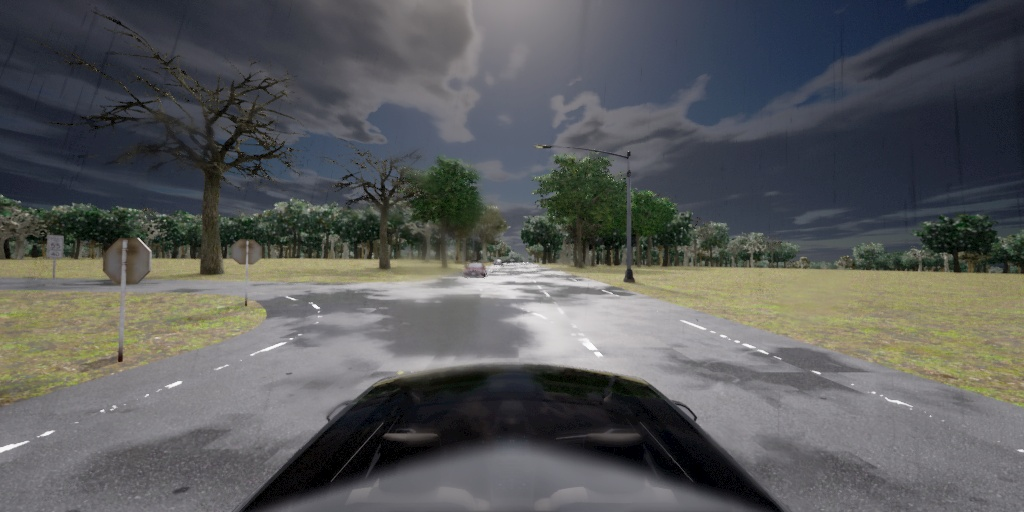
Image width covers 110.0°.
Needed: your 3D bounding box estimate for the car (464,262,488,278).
[{"bbox_3d":[-3.444,1.339,34.423,1.812,1.442,4.674,0,0,0],"label":"car"}]
